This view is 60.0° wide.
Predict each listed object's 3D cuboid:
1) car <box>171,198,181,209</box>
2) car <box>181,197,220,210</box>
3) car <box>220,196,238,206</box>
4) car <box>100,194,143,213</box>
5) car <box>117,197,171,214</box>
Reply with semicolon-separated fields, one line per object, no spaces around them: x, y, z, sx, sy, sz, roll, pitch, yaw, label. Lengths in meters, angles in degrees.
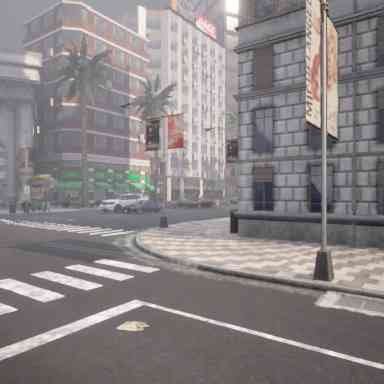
-1.798;1.526;45.870;1.812;1.442;4.674;0;0;37;car
1.202;1.478;44.076;1.882;1.535;5.008;0;0;38;car
6.528;1.492;55.235;4.902;1.511;2.128;0;0;-42;car
-7.799;1.221;37.868;2.150;2.045;5.566;0;0;36;car
-5.085;1.547;35.674;2.033;1.411;5.357;0;0;36;car
